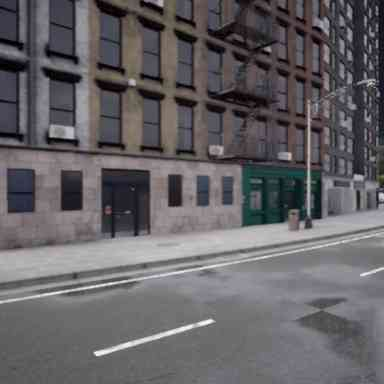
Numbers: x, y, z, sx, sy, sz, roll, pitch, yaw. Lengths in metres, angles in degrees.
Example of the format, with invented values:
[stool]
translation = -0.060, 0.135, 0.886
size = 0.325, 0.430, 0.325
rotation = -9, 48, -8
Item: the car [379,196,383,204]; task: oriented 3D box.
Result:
[car]
translation = 45.009, 2.108, 81.188
size = 1.812, 1.442, 4.674
rotation = 0, 0, 11
